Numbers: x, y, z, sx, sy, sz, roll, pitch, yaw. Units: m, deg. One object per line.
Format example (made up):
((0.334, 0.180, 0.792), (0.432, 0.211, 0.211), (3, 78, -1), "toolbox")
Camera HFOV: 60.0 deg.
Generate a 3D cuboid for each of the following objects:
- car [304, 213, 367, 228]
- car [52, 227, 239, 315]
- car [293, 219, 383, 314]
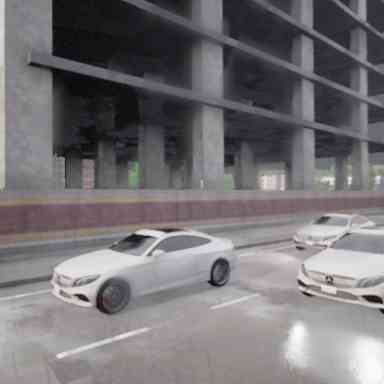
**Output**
((6.123, 1.619, 13.838), (4.674, 1.442, 1.812), (0, -1, -40), "car")
((-0.846, 1.617, 7.977), (4.674, 1.442, 1.812), (0, -1, -40), "car")
((4.354, 1.573, 7.772), (4.674, 1.442, 1.812), (0, -1, -40), "car")
